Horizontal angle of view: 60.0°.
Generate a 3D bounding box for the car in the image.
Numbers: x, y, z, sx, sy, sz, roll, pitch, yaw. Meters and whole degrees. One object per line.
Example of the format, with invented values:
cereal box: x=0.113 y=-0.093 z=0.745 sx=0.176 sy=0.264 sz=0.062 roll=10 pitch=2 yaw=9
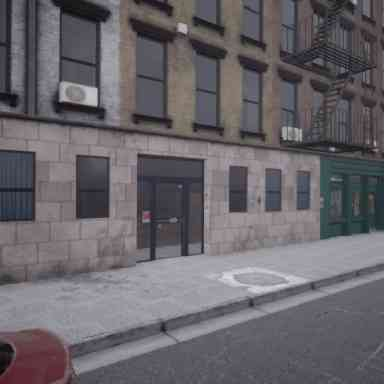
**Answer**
car: x=-2.818 y=1.525 z=1.376 sx=4.674 sy=1.442 sz=1.812 roll=0 pitch=0 yaw=-36
